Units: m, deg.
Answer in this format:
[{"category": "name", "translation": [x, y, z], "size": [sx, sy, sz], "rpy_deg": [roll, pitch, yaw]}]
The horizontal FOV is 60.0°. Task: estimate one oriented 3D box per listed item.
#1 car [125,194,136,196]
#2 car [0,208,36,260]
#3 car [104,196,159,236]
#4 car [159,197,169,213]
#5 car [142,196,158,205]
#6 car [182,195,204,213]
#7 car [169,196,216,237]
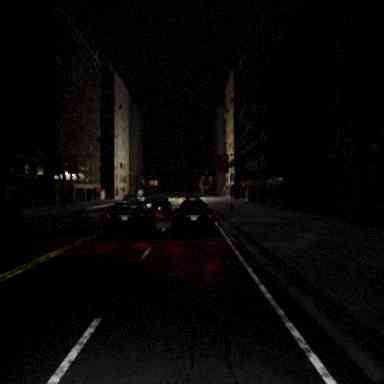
[{"category": "car", "translation": [-9.858, 1.098, 52.795], "size": [2.097, 1.767, 4.553], "rpy_deg": [0, 0, 0]}, {"category": "car", "translation": [-6.606, 1.299, 9.916], "size": [2.097, 1.767, 4.553], "rpy_deg": [0, 0, 0]}, {"category": "car", "translation": [-3.163, 1.258, 17.713], "size": [2.097, 1.767, 4.553], "rpy_deg": [0, 0, 0]}, {"category": "car", "translation": [-3.173, 1.327, 34.837], "size": [1.837, 1.490, 4.892], "rpy_deg": [0, 0, 0]}, {"category": "car", "translation": [-6.601, 1.308, 53.030], "size": [1.994, 1.385, 4.181], "rpy_deg": [0, 0, 0]}, {"category": "car", "translation": [0.076, 1.175, 34.475], "size": [2.097, 1.767, 4.553], "rpy_deg": [0, 0, 0]}, {"category": "car", "translation": [0.087, 1.258, 17.659], "size": [2.097, 1.767, 4.553], "rpy_deg": [0, 0, 0]}]
